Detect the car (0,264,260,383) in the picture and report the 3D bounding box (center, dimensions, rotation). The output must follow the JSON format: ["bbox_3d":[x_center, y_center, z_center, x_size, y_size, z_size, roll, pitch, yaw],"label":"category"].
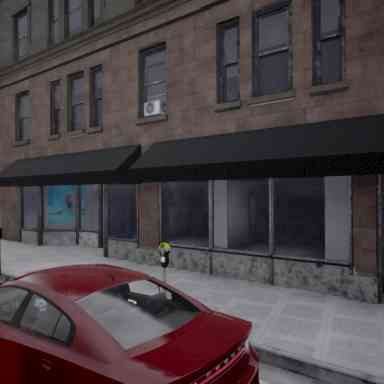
[{"bbox_3d":[-1.468,1.545,3.893,4.507,1.381,1.887,0,0,35],"label":"car"}]
